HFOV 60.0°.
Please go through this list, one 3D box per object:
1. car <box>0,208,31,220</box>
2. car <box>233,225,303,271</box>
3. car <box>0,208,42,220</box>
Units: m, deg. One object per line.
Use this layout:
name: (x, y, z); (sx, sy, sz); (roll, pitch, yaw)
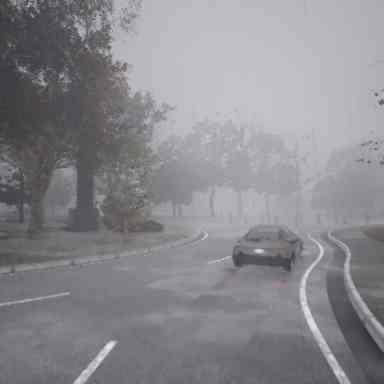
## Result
car: (-22.019, 2.948, 42.461); (4.718, 1.301, 1.895); (1, -2, -15)
car: (2.959, 1.920, 12.453); (1.994, 1.385, 4.181); (-1, -2, 24)
car: (-23.344, 2.919, 45.293); (5.008, 1.535, 1.882); (1, -3, -15)
